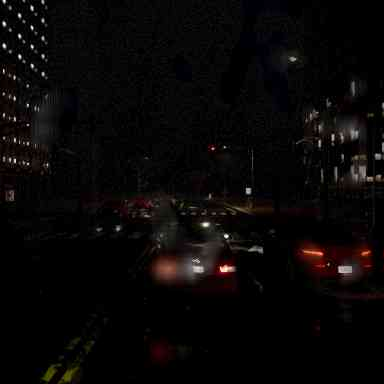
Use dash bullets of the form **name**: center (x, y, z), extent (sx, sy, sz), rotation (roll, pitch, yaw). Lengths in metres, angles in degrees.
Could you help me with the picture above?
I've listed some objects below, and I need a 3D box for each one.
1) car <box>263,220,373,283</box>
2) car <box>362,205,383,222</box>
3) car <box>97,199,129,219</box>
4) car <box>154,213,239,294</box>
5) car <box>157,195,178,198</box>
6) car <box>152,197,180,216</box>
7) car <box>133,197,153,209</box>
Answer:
- **car**: center (3.330, 1.522, 9.537), extent (1.812, 1.442, 4.674), rotation (0, 0, 0)
- **car**: center (16.065, 1.617, 26.841), extent (4.181, 1.385, 1.994), rotation (0, 0, 1)
- **car**: center (-6.654, 1.411, 28.497), extent (1.882, 1.535, 5.008), rotation (0, 0, 0)
- **car**: center (0.081, 1.544, 8.951), extent (2.033, 1.411, 5.357), rotation (0, 0, 0)
- **car**: center (-3.445, 1.306, 47.528), extent (2.097, 1.767, 4.553), rotation (0, 0, 0)
- **car**: center (-2.493, 1.520, 32.576), extent (2.033, 1.411, 5.357), rotation (0, 0, -13)
- **car**: center (-6.691, 1.436, 44.936), extent (1.882, 1.535, 5.008), rotation (0, 0, 0)
